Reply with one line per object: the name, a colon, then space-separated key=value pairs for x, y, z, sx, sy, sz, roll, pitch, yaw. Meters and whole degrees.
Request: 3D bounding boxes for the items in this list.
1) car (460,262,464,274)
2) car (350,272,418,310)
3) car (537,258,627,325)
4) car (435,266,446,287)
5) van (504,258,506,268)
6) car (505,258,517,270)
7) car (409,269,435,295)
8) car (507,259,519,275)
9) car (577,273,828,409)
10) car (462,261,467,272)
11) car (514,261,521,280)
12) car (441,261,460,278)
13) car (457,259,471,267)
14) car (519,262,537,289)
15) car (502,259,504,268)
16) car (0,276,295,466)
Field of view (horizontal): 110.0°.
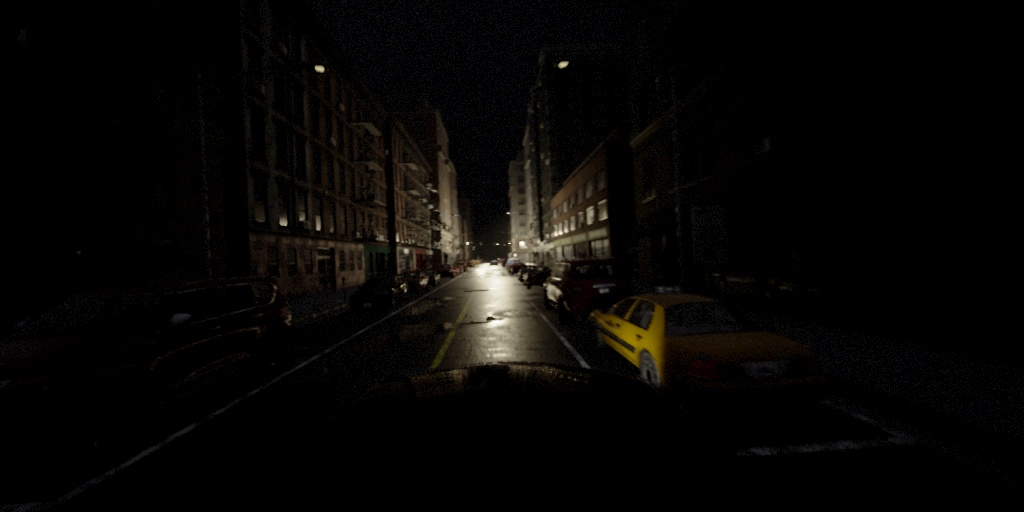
car: x=-7.516 y=1.783 z=45.205 sx=1.802 sy=1.307 sz=4.207 roll=0 pitch=0 yaw=-3
car: x=-6.011 y=1.628 z=16.853 sx=1.948 sy=1.339 sz=4.313 roll=0 pitch=0 yaw=-3
car: x=2.297 y=0.987 z=11.600 sx=2.192 sy=1.841 sz=5.009 roll=0 pitch=0 yaw=-3
car: x=-6.613 y=1.700 z=28.194 sx=1.802 sy=1.307 sz=4.207 roll=0 pitch=0 yaw=-3
van: x=0.196 y=1.207 z=51.296 sx=1.690 sy=1.789 sz=3.998 roll=0 pitch=0 yaw=-3
car: x=0.497 y=1.279 z=45.626 sx=1.967 sy=1.591 sz=4.097 roll=0 pitch=0 yaw=-3
car: x=-6.312 y=1.635 z=22.523 sx=1.888 sy=1.381 sz=4.507 roll=0 pitch=0 yaw=-3
car: x=0.797 y=1.357 z=39.955 sx=1.888 sy=1.381 sz=4.507 roll=0 pitch=0 yaw=-3
car: x=2.588 y=1.169 z=6.098 sx=1.751 sy=1.417 sz=4.829 roll=0 pitch=0 yaw=-3
car: x=-7.817 y=1.794 z=50.875 sx=1.948 sy=1.339 sz=4.313 roll=0 pitch=0 yaw=-3
car: x=1.397 y=1.339 z=28.612 sx=1.802 sy=1.307 sz=4.207 roll=0 pitch=0 yaw=-3
car: x=-7.215 y=1.613 z=39.534 sx=1.967 sy=1.591 sz=4.097 roll=0 pitch=0 yaw=-3
car: x=-8.118 y=1.570 z=56.545 sx=2.192 sy=1.841 sz=5.009 roll=0 pitch=0 yaw=-3
car: x=1.697 y=1.274 z=22.942 sx=1.888 sy=1.381 sz=4.507 roll=0 pitch=0 yaw=-3
car: x=-0.104 y=1.444 z=56.968 sx=2.007 sy=1.370 sz=4.403 roll=0 pitch=0 yaw=-3
car: x=-5.410 y=1.320 z=5.512 sx=2.192 sy=1.841 sz=5.009 roll=0 pitch=0 yaw=-3
